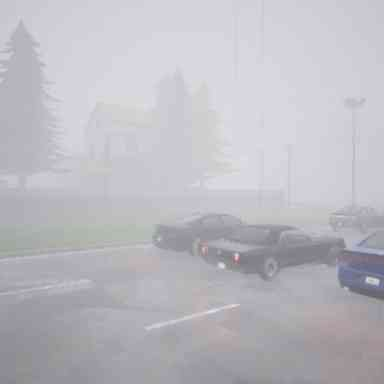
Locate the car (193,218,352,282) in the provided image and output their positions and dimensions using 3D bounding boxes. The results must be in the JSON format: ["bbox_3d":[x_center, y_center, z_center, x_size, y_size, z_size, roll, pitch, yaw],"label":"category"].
[{"bbox_3d":[2.568,1.624,9.910,4.718,1.301,1.895,0,0,-36],"label":"car"}]

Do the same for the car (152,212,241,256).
[{"bbox_3d":[0.875,1.502,13.010,5.008,1.535,1.882,0,0,-36],"label":"car"}]

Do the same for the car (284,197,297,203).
[{"bbox_3d":[17.325,1.675,62.253,1.812,1.442,4.674,0,0,-36],"label":"car"}]

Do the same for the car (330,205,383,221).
[{"bbox_3d":[10.071,1.549,19.610,4.902,1.511,2.128,0,0,-36],"label":"car"}]

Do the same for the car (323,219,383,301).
[{"bbox_3d":[5.382,1.503,7.637,5.008,1.535,1.882,0,0,-35],"label":"car"}]
